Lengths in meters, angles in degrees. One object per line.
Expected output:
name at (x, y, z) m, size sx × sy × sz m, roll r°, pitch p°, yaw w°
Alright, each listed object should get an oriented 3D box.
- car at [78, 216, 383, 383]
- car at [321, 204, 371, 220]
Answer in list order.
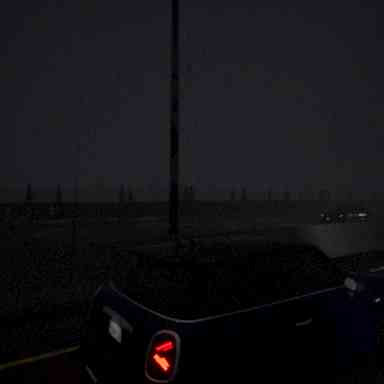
car at (0.987, 1.378, 4.450) m, size 4.553 × 1.767 × 2.097 m, roll 1°, pitch 0°, yaw -35°
car at (11.714, 1.699, 25.239) m, size 4.892 × 1.490 × 1.837 m, roll 1°, pitch 0°, yaw -35°
